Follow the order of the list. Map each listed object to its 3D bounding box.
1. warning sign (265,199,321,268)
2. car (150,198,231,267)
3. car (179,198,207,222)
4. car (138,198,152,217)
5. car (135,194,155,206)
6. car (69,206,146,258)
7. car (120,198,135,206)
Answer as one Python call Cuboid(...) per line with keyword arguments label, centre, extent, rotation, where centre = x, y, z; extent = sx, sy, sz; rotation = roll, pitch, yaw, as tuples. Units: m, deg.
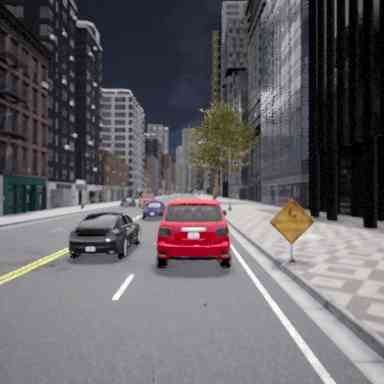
Cuboid(label="warning sign", centre=(2.851, 1.128, 9.529), extent=(1.300, 1.860, 1.060), rotation=(0, 0, 0))
Cuboid(label="car", centre=(0.066, 1.239, 11.545), extent=(2.150, 2.045, 5.566), rotation=(0, 0, 0))
Cuboid(label="car", centre=(0.073, 1.393, 27.490), extent=(2.097, 1.767, 4.553), rotation=(0, 0, 0))
Cuboid(label="car", centre=(-3.170, 1.570, 28.929), extent=(1.812, 1.442, 4.674), rotation=(0, 0, 0))
Cuboid(label="car", centre=(-6.577, 1.310, 49.310), extent=(2.150, 2.045, 5.566), rotation=(0, 0, 0))
Cuboid(label="car", centre=(-3.176, 1.523, 12.861), extent=(1.837, 1.490, 4.892), rotation=(0, 0, 0))
Cuboid(label="car", centre=(-9.814, 1.618, 51.525), extent=(1.812, 1.442, 4.674), rotation=(0, 0, 0))
